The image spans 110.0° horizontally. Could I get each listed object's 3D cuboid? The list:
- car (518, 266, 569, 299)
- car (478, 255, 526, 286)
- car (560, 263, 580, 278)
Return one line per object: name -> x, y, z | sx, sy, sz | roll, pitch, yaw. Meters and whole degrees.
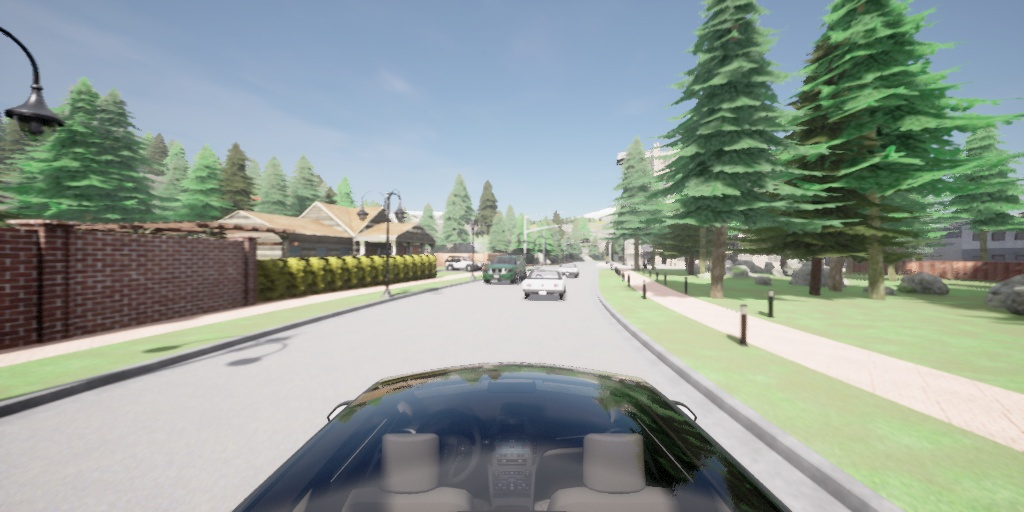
car -> 1.741, 1.356, 18.091 | 1.895, 1.301, 4.718 | 0, 0, 10
car -> -0.395, 0.964, 26.055 | 2.150, 2.045, 5.566 | 0, 0, 13
car -> 5.582, 1.374, 35.100 | 1.895, 1.301, 4.718 | 0, 0, 14
